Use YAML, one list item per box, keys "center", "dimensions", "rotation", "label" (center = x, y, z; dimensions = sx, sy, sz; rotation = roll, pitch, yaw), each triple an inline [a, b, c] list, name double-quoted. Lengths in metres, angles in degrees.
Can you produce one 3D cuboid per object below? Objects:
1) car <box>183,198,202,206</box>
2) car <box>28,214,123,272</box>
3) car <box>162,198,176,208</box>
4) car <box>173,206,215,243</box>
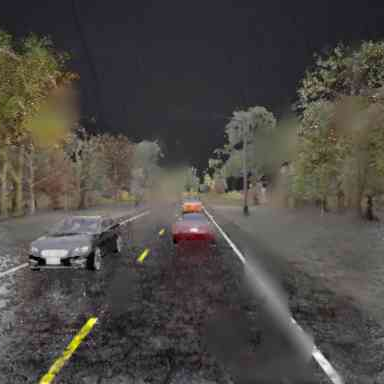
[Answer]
- center: [0.089, 1.509, 37.837]
  dimensions: [2.097, 1.767, 4.553]
  rotation: [0, 0, 0]
  label: "car"
- center: [-3.602, 1.538, 11.091]
  dimensions: [2.128, 1.511, 4.902]
  rotation: [0, 0, 0]
  label: "car"
- center: [-3.557, 1.694, 52.195]
  dimensions: [1.882, 1.535, 5.008]
  rotation: [0, 0, 0]
  label: "car"
- center: [0.094, 1.634, 16.574]
  dimensions: [1.994, 1.385, 4.181]
  rotation: [0, 0, 0]
  label: "car"
